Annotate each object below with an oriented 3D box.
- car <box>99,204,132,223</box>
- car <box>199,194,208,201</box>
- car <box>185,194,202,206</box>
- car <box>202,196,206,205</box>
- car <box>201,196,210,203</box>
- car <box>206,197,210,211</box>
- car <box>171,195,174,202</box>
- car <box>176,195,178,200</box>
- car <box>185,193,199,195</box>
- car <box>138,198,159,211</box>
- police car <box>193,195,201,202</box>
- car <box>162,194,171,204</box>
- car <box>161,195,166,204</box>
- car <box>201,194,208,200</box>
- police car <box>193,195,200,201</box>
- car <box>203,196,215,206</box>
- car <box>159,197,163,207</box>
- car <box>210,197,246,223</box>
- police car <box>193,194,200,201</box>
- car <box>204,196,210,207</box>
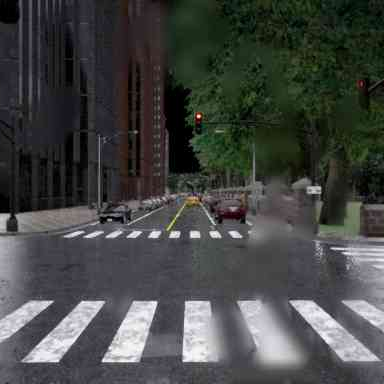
[{"bbox_3d":[-5.689,1.577,25.262,1.947,1.339,4.313,0,0,0],"label":"car"},{"bbox_3d":[3.013,1.400,85.268,2.192,1.841,5.009,0,0,0],"label":"car"},{"bbox_3d":[0.212,1.522,55.280,1.882,1.535,5.008,0,0,0],"label":"car"},{"bbox_3d":[2.900,1.586,47.072,2.008,1.369,4.403,0,0,0],"label":"car"},{"bbox_3d":[2.981,1.593,74.524,1.752,1.417,4.829,0,0,0],"label":"car"},{"bbox_3d":[2.868,1.588,36.159,1.947,1.339,4.313,0,0,0],"label":"car"},{"bbox_3d":[-5.560,1.375,68.919,2.192,1.841,5.009,0,0,0],"label":"car"},{"bbox_3d":[-5.496,1.534,90.747,1.967,1.590,4.097,0,0,0],"label":"car"},{"bbox_3d":[0.192,1.277,65.406,2.150,2.045,5.566,0,0,0],"label":"car"},{"bbox_3d":[-5.641,1.579,41.633,2.008,1.369,4.403,0,0,0],"label":"car"},{"bbox_3d":[1.123,1.496,76.018,1.930,1.638,5.238,0,0,0],"label":"police car"},{"bbox_3d":[-5.576,1.635,63.462,1.802,1.307,4.206,0,0,0],"label":"car"},{"bbox_3d":[-5.609,1.623,52.547,1.802,1.307,4.206,0,0,0],"label":"car"},{"bbox_3d":[2.917,1.481,52.529,1.967,1.590,4.097,0,0,0],"label":"car"},{"bbox_3d":[1.135,1.512,86.018,1.930,1.638,5.238,0,0,0],"label":"police car"},{"bbox_3d":[2.933,1.487,57.985,1.967,1.590,4.097,0,0,0],"label":"car"},{"bbox_3d":[-5.625,1.617,47.090,1.802,1.307,4.206,0,0,0],"label":"car"},{"bbox_3d":[2.836,1.326,25.247,2.192,1.841,5.009,0,0,0],"label":"car"},{"bbox_3d":[1.171,1.521,92.018,1.930,1.638,5.238,0,0,0],"label":"police car"},{"bbox_3d":[2.884,1.579,41.615,2.008,1.369,4.403,0,0,0],"label":"car"}]
